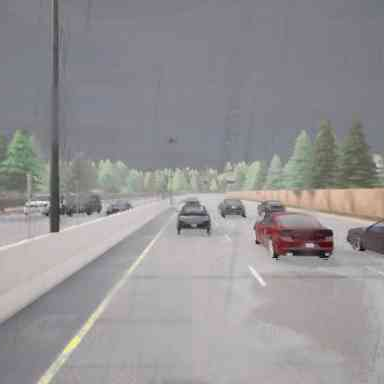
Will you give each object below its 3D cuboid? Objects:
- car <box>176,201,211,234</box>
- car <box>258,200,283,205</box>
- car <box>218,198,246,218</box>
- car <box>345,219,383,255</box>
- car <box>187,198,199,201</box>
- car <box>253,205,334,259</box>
[{"bbox_3d":[0.097,1.492,19.409,2.128,1.511,4.902,0,0,0],"label":"car"},{"bbox_3d":[7.095,1.506,29.986,1.837,1.490,4.892,0,0,0],"label":"car"},{"bbox_3d":[3.596,1.353,30.709,2.097,1.767,4.553,0,0,0],"label":"car"},{"bbox_3d":[7.092,1.548,10.887,2.033,1.411,5.357,0,0,0],"label":"car"},{"bbox_3d":[0.094,1.506,40.337,1.837,1.490,4.892,0,0,0],"label":"car"},{"bbox_3d":[3.598,1.478,12.636,1.882,1.535,5.008,0,0,0],"label":"car"}]
